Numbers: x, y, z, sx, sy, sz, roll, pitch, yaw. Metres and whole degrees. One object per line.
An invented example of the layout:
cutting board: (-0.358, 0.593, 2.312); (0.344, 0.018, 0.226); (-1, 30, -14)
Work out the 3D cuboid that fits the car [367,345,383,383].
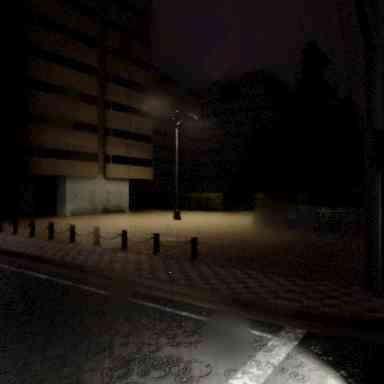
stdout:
car: (3.138, 1.563, 1.711); (4.181, 1.385, 1.994); (0, 0, 36)
